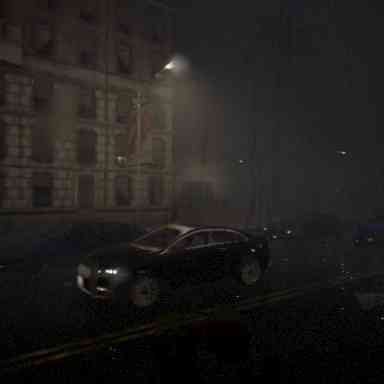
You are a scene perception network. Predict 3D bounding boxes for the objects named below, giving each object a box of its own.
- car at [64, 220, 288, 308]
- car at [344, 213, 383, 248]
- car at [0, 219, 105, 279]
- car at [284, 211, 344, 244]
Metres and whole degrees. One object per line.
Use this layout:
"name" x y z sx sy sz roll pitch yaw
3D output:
"car" -0.210 1.529 8.048 4.902 1.511 2.128 1 0 -35
"car" 9.030 1.618 14.519 5.008 1.535 1.882 1 0 -35
"car" -3.161 1.573 10.258 5.357 1.411 2.033 1 0 -35
"car" 5.921 1.674 16.609 5.357 1.411 2.033 1 0 -35
